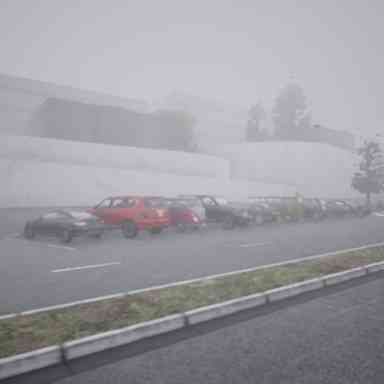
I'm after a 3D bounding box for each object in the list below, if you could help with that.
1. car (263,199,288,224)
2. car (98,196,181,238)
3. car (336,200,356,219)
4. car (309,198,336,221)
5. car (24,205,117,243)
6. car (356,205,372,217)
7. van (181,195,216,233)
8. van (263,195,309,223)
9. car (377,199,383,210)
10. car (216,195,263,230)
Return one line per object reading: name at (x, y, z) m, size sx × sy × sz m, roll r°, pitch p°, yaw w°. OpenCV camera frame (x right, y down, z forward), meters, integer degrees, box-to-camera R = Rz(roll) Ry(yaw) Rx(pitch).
car at (3.618, 1.446, 22.851) m, size 4.892 × 1.521 × 2.231 m, roll -1°, pitch 0°, yaw 35°
car at (-3.704, 1.230, 17.677) m, size 5.566 × 2.045 × 2.435 m, roll -1°, pitch 0°, yaw 35°
car at (10.905, 1.447, 28.043) m, size 4.674 × 1.452 × 2.002 m, roll -1°, pitch 0°, yaw 35°
car at (8.497, 1.294, 26.299) m, size 4.553 × 1.767 × 2.185 m, roll -1°, pitch 0°, yaw 34°
car at (-6.104, 1.528, 15.927) m, size 4.674 × 1.452 × 2.002 m, roll -1°, pitch 0°, yaw 35°
car at (13.375, 1.424, 29.778) m, size 4.792 × 1.488 × 2.163 m, roll -1°, pitch -1°, yaw 34°
van at (-1.148, 1.242, 19.333) m, size 4.442 × 1.987 × 1.878 m, roll -1°, pitch -1°, yaw 35°
van at (5.944, 1.208, 24.651) m, size 4.442 × 1.987 × 1.878 m, roll -1°, pitch 0°, yaw 35°
car at (23.153, 1.373, 36.744) m, size 4.792 × 1.488 × 2.163 m, roll -1°, pitch -1°, yaw 35°
car at (1.209, 1.205, 21.115) m, size 5.566 × 2.045 × 2.435 m, roll -1°, pitch -1°, yaw 35°
